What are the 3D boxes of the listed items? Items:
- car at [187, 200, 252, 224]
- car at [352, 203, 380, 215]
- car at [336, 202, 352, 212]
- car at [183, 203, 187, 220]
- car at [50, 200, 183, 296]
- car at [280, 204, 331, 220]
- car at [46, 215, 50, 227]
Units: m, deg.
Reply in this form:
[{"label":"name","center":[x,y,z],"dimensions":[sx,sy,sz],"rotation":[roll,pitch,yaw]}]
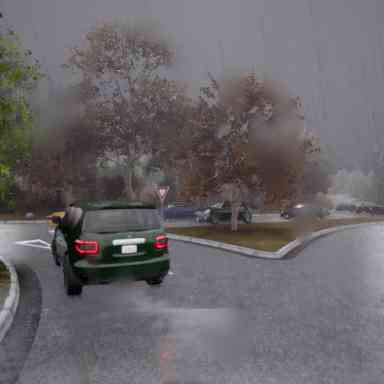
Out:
[{"label":"car","center":[2.311,1.427,25.115],"dimensions":[4.553,1.767,2.097],"rotation":[1,0,-31]},{"label":"car","center":[21.030,1.989,39.812],"dimensions":[1.895,1.301,4.718],"rotation":[0,0,39]},{"label":"car","center":[20.666,2.013,44.626],"dimensions":[1.895,1.301,4.718],"rotation":[0,0,34]},{"label":"car","center":[-1.391,1.577,26.498],"dimensions":[4.674,1.442,1.812],"rotation":[1,0,-32]},{"label":"car","center":[-2.439,1.224,9.032],"dimensions":[2.150,2.045,5.566],"rotation":[0,0,-26]},{"label":"car","center":[10.419,1.759,30.314],"dimensions":[5.357,1.411,2.033],"rotation":[1,-1,-35]},{"label":"car","center":[-6.376,1.486,20.775],"dimensions":[5.008,1.535,1.882],"rotation":[0,0,-23]}]
